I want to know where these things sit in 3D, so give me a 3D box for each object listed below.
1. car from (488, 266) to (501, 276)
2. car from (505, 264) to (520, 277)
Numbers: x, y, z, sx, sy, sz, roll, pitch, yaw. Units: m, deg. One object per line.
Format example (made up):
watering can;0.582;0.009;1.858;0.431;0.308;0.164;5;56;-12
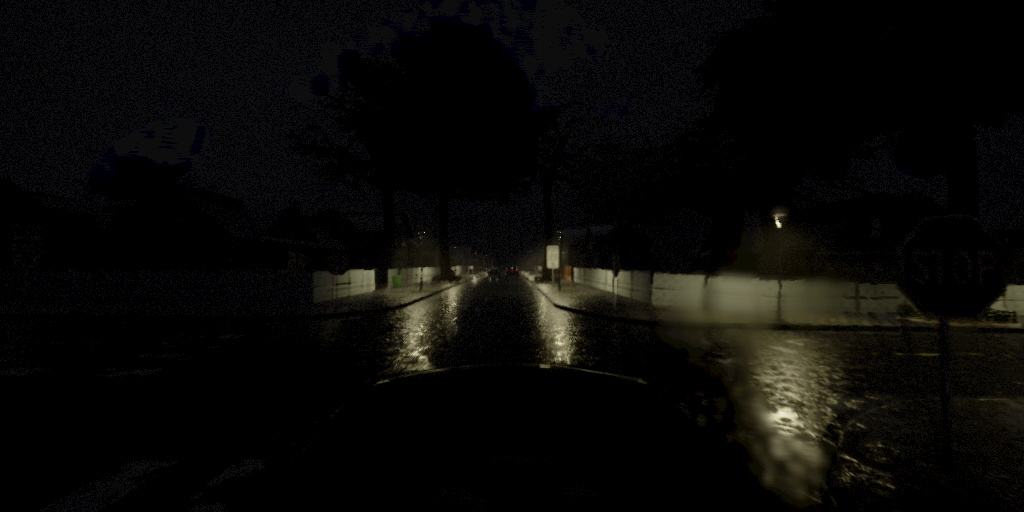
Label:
car;-2.740;2.359;56.222;2.128;1.511;4.902;0;-1;0
car;0.010;2.212;50.389;2.128;1.511;4.902;0;-1;0
